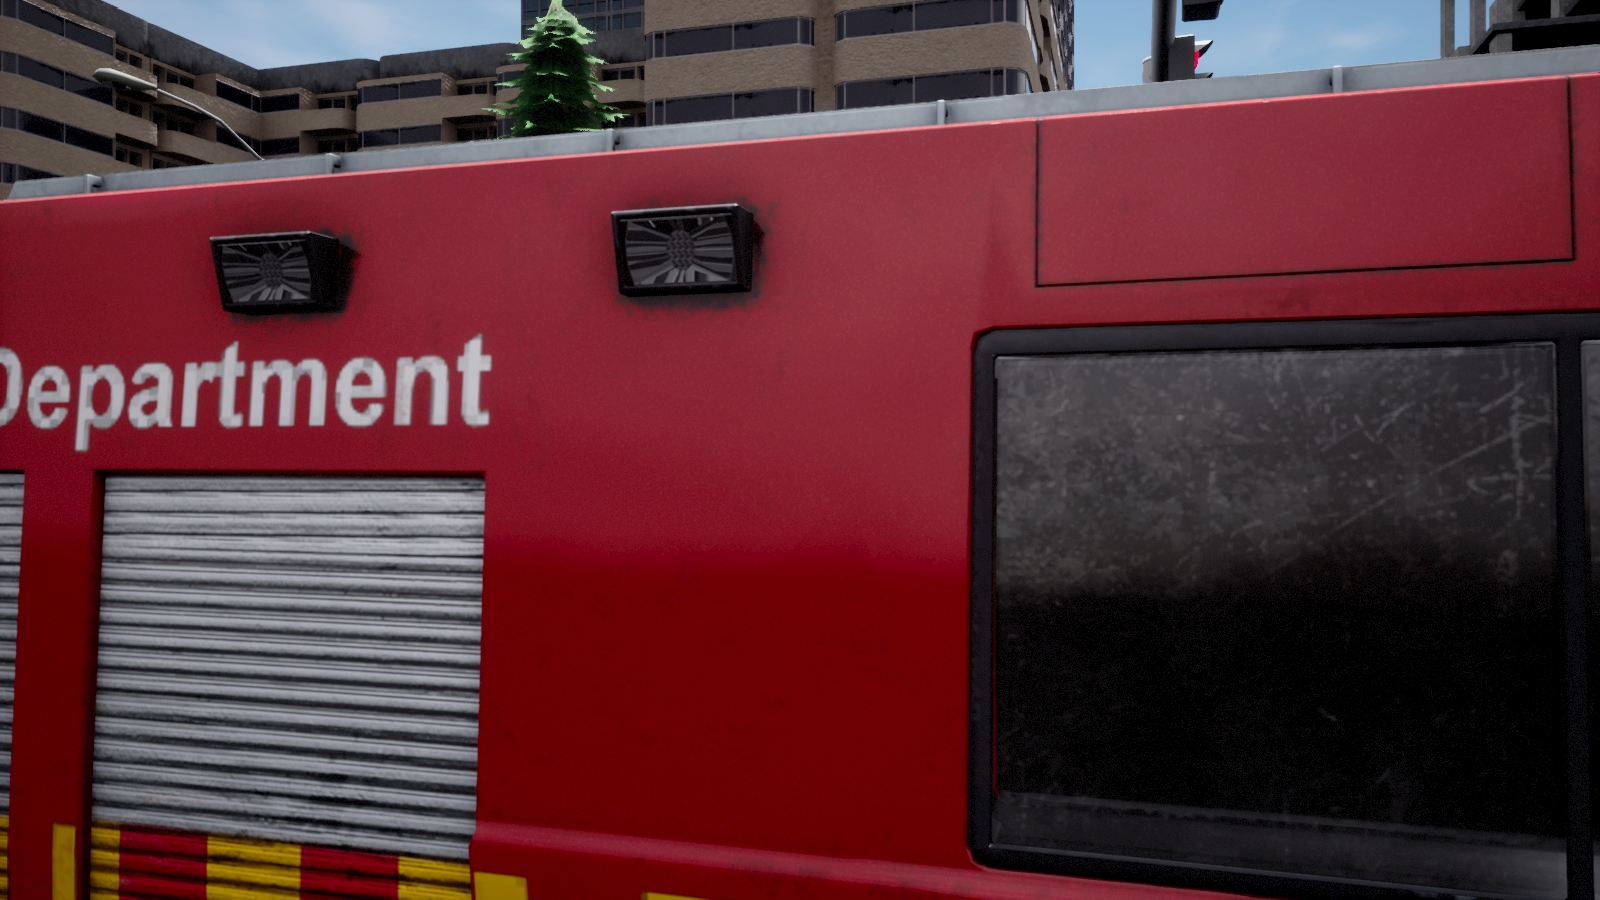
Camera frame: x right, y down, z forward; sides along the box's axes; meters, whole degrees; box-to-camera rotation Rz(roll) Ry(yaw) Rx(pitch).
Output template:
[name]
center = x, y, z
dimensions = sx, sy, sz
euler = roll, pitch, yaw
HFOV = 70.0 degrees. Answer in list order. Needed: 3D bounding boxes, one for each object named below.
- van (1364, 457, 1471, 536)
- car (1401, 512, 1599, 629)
[van]
center = 21.772, 1.534, 40.574
dimensions = 1.988, 2.561, 5.915
euler = 0, 0, 14
[car]
center = 12.484, 2.037, 20.491
dimensions = 2.038, 1.542, 4.974
euler = 0, 0, 16
